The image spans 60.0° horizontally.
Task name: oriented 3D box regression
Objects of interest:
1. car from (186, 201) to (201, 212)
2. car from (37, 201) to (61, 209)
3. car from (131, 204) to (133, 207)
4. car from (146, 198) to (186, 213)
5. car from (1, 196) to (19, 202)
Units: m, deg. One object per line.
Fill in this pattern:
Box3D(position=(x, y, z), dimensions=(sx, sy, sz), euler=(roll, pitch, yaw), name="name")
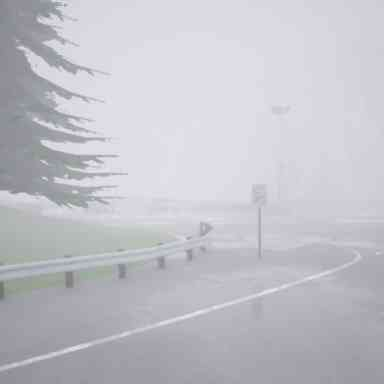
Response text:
Box3D(position=(-1.148, 1.704, 41.256), dimensions=(1.895, 1.301, 4.718), euler=(0, 0, -43), name="car")
Box3D(position=(-19.737, 1.590, 45.760), dimensions=(2.033, 1.411, 5.357), euler=(0, 0, -43), name="car")
Box3D(position=(-11.140, 1.670, 51.952), dimensions=(1.895, 1.301, 4.718), euler=(0, 0, -43), name="car")
Box3D(position=(-3.304, 1.451, 38.443), dimensions=(2.097, 1.767, 4.553), euler=(0, 0, -43), name="car")
Box3D(position=(-32.844, 1.400, 59.962), dimensions=(2.033, 1.411, 5.357), euler=(0, 1, -43), name="car")
